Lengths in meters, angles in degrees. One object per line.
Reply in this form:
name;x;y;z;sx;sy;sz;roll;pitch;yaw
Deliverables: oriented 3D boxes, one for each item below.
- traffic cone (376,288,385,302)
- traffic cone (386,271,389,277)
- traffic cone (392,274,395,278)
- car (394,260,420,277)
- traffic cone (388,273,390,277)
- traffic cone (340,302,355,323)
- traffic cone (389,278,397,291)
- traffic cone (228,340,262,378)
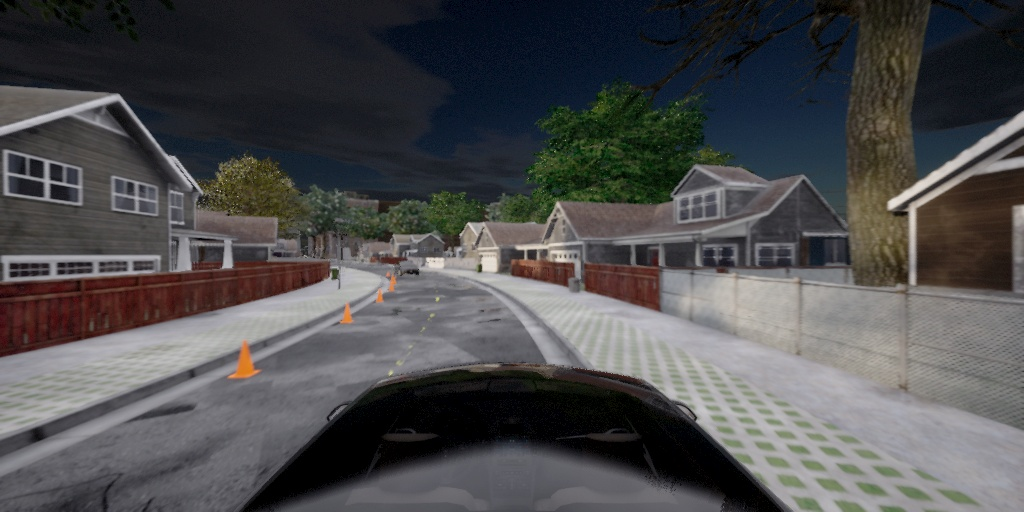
traffic cone;-5.782;1.699;15.711;0.340;0.580;0.340;0;0;-11
traffic cone;-11.759;1.676;34.101;0.340;0.580;0.340;0;0;-25
traffic cone;-8.200;1.684;25.091;0.340;0.580;0.340;0;0;-18
car;-10.570;1.210;35.890;1.837;1.490;4.892;0;0;-27
traffic cone;-9.841;1.679;29.652;0.340;0.580;0.340;0;0;-22
traffic cone;-5.012;1.709;10.927;0.340;0.580;0.340;0;0;-7
traffic cone;-6.846;1.691;20.439;0.340;0.580;0.340;0;0;-14
traffic cone;-4.540;1.722;6.104;0.340;0.580;0.340;0;0;-4
